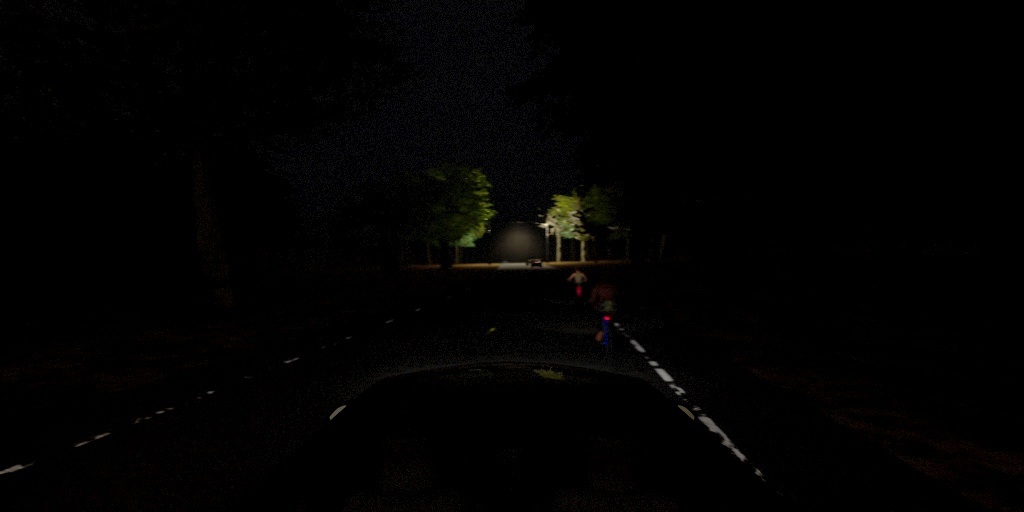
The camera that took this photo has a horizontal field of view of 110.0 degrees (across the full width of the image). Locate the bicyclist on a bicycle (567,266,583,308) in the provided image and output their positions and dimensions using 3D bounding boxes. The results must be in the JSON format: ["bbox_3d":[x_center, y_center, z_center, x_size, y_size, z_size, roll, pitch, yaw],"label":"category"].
[{"bbox_3d":[2.623,1.191,14.298,0.866,1.612,1.509,-1,1,6],"label":"bicyclist on a bicycle"}]

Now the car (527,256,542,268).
[{"bbox_3d":[4.315,1.307,63.854,2.128,1.511,4.902,-1,0,0],"label":"car"}]

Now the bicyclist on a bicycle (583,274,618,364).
[{"bbox_3d":[1.841,1.197,7.105,0.582,1.620,1.656,-1,-1,7],"label":"bicyclist on a bicycle"}]
